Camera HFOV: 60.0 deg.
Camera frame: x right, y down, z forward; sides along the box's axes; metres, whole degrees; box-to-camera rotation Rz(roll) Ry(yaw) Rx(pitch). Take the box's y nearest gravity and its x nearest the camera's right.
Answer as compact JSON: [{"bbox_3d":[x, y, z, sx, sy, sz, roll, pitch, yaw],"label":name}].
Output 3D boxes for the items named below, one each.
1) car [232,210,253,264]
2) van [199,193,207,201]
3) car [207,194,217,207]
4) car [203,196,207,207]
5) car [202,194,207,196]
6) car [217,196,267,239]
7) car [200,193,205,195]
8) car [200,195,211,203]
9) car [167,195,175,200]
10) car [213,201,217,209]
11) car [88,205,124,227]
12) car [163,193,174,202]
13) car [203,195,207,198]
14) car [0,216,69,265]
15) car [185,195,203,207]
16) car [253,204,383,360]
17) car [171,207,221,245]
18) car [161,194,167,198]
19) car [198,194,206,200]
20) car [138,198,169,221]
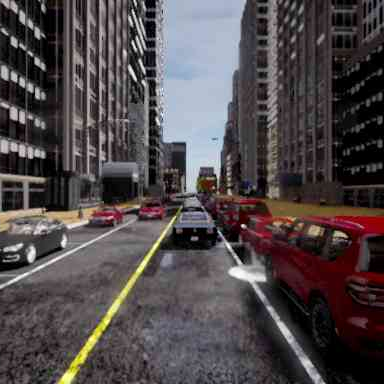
[{"bbox_3d":[2.697,1.526,11.455,1.887,1.381,4.507,0,0,0],"label":"car"},{"bbox_3d":[2.706,1.198,83.466,1.690,1.788,3.998,0,0,0],"label":"van"},{"bbox_3d":[2.700,1.269,28.074,2.192,1.841,5.009,0,0,0],"label":"car"},{"bbox_3d":[2.700,1.486,39.152,2.008,1.369,4.403,0,0,0],"label":"car"},{"bbox_3d":[2.702,1.472,55.770,1.947,1.339,4.313,0,0,0],"label":"car"},{"bbox_3d":[2.698,1.287,16.995,2.192,1.841,5.009,0,0,0],"label":"car"},{"bbox_3d":[2.704,1.212,61.309,2.192,1.841,5.009,0,0,0],"label":"car"},{"bbox_3d":[2.703,1.327,66.848,1.967,1.590,4.097,0,0,0],"label":"car"},{"bbox_3d":[-5.675,1.392,89.007,1.887,1.381,4.507,0,0,0],"label":"car"},{"bbox_3d":[2.698,1.529,22.535,1.947,1.339,4.313,0,0,0],"label":"car"},{"bbox_3d":[-5.682,1.545,22.535,1.802,1.307,4.206,0,0,0],"label":"car"},{"bbox_3d":[-5.676,1.192,72.388,2.192,1.841,5.009,0,0,0],"label":"car"},{"bbox_3d":[2.701,1.451,44.862,1.752,1.417,4.829,0,0,0],"label":"car"},{"bbox_3d":[-5.684,1.533,11.455,2.008,1.369,4.403,0,0,0],"label":"car"},{"bbox_3d":[0.106,1.454,43.071,1.812,1.442,4.674,0,0,0],"label":"car"},{"bbox_3d":[2.697,1.305,5.916,2.192,1.841,5.009,0,0,0],"label":"car"},{"bbox_3d":[0.104,1.576,15.450,1.895,1.301,4.718,0,0,0],"label":"car"},{"bbox_3d":[-5.678,1.489,55.771,1.802,1.307,4.206,0,0,0],"label":"car"},{"bbox_3d":[2.706,1.287,89.006,1.967,1.590,4.097,0,0,0],"label":"car"},{"bbox_3d":[-3.094,1.482,26.670,1.812,1.442,4.674,0,0,0],"label":"car"}]
